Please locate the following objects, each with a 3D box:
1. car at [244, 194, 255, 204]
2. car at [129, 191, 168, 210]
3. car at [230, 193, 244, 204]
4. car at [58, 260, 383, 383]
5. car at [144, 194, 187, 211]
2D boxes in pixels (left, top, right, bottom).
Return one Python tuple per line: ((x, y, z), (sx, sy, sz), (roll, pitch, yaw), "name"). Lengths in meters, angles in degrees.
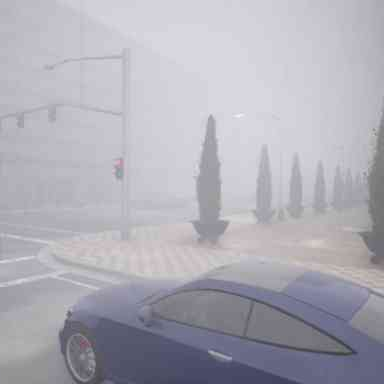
((11.081, 0.935, 54.081), (2.150, 2.045, 5.566), (1, 0, 36), "car")
((-4.809, 0.913, 38.293), (2.150, 2.045, 5.566), (1, 0, 36), "car")
((8.323, 1.040, 56.240), (2.097, 1.767, 4.553), (1, 1, 36), "car")
((0.515, 1.510, 3.587), (4.674, 1.442, 1.812), (1, 0, 36), "car")
((-2.478, 1.230, 35.547), (1.837, 1.490, 4.892), (1, 1, 36), "car")
